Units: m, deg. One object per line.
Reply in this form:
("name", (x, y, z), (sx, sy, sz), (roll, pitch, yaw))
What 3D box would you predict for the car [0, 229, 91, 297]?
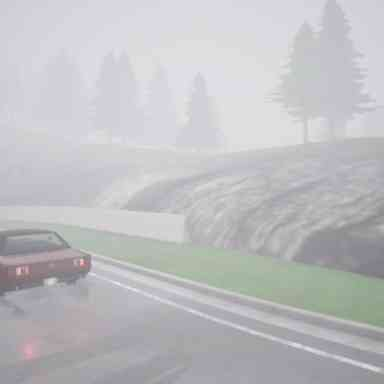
("car", (-4.572, 1.636, 8.750), (1.895, 1.301, 4.718), (0, 0, -44))
